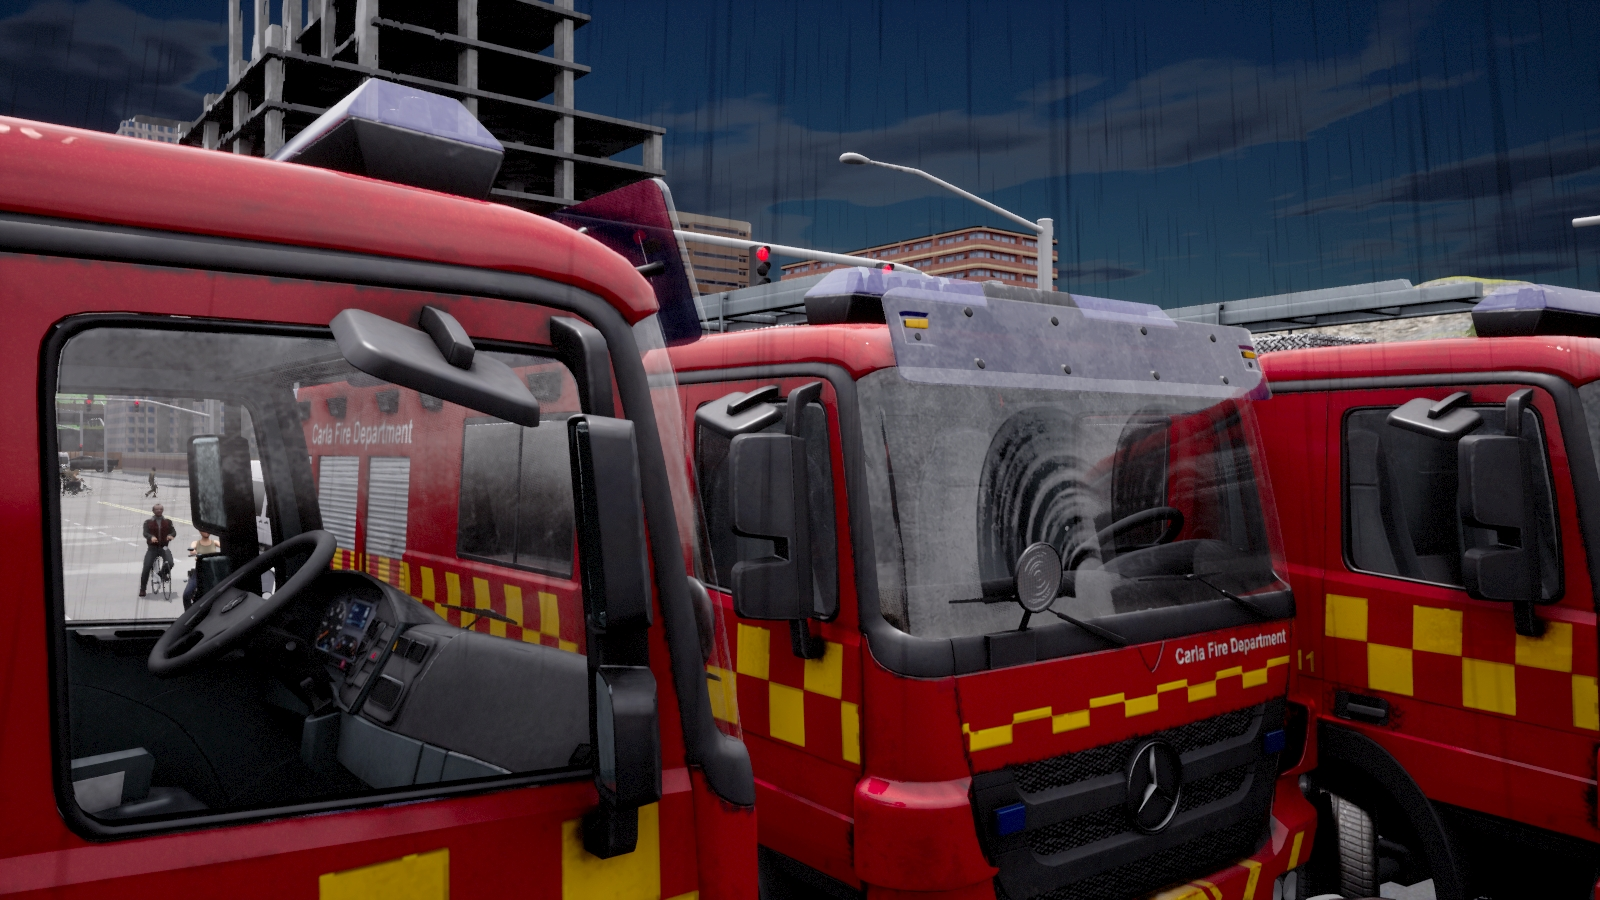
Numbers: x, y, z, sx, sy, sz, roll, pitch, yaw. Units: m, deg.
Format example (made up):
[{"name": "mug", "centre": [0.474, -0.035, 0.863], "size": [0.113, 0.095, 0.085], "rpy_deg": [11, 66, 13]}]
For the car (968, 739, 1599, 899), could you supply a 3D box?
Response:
[{"name": "car", "centre": [2.437, 2.065, 3.109], "size": [1.970, 1.475, 3.806], "rpy_deg": [0, 0, -30]}]

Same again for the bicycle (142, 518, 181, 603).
[{"name": "bicycle", "centre": [-12.095, 2.060, 21.614], "size": [0.329, 1.471, 1.835], "rpy_deg": [0, 0, -39]}]

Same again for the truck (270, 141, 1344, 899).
[{"name": "truck", "centre": [-1.099, 0.890, 8.003], "size": [2.891, 3.827, 8.468], "rpy_deg": [0, 0, -38]}]

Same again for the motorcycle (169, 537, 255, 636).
[{"name": "motorcycle", "centre": [-9.533, 2.155, 18.464], "size": [0.764, 1.307, 2.356], "rpy_deg": [0, 0, -39]}]

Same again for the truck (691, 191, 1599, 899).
[{"name": "truck", "centre": [2.348, 0.890, 8.605], "size": [2.891, 3.827, 8.468], "rpy_deg": [0, 0, -31]}]

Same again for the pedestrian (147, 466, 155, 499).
[{"name": "pedestrian", "centre": [-37.146, 1.835, 65.389], "size": [0.375, 1.860, 0.375], "rpy_deg": [0, 0, -39]}]
